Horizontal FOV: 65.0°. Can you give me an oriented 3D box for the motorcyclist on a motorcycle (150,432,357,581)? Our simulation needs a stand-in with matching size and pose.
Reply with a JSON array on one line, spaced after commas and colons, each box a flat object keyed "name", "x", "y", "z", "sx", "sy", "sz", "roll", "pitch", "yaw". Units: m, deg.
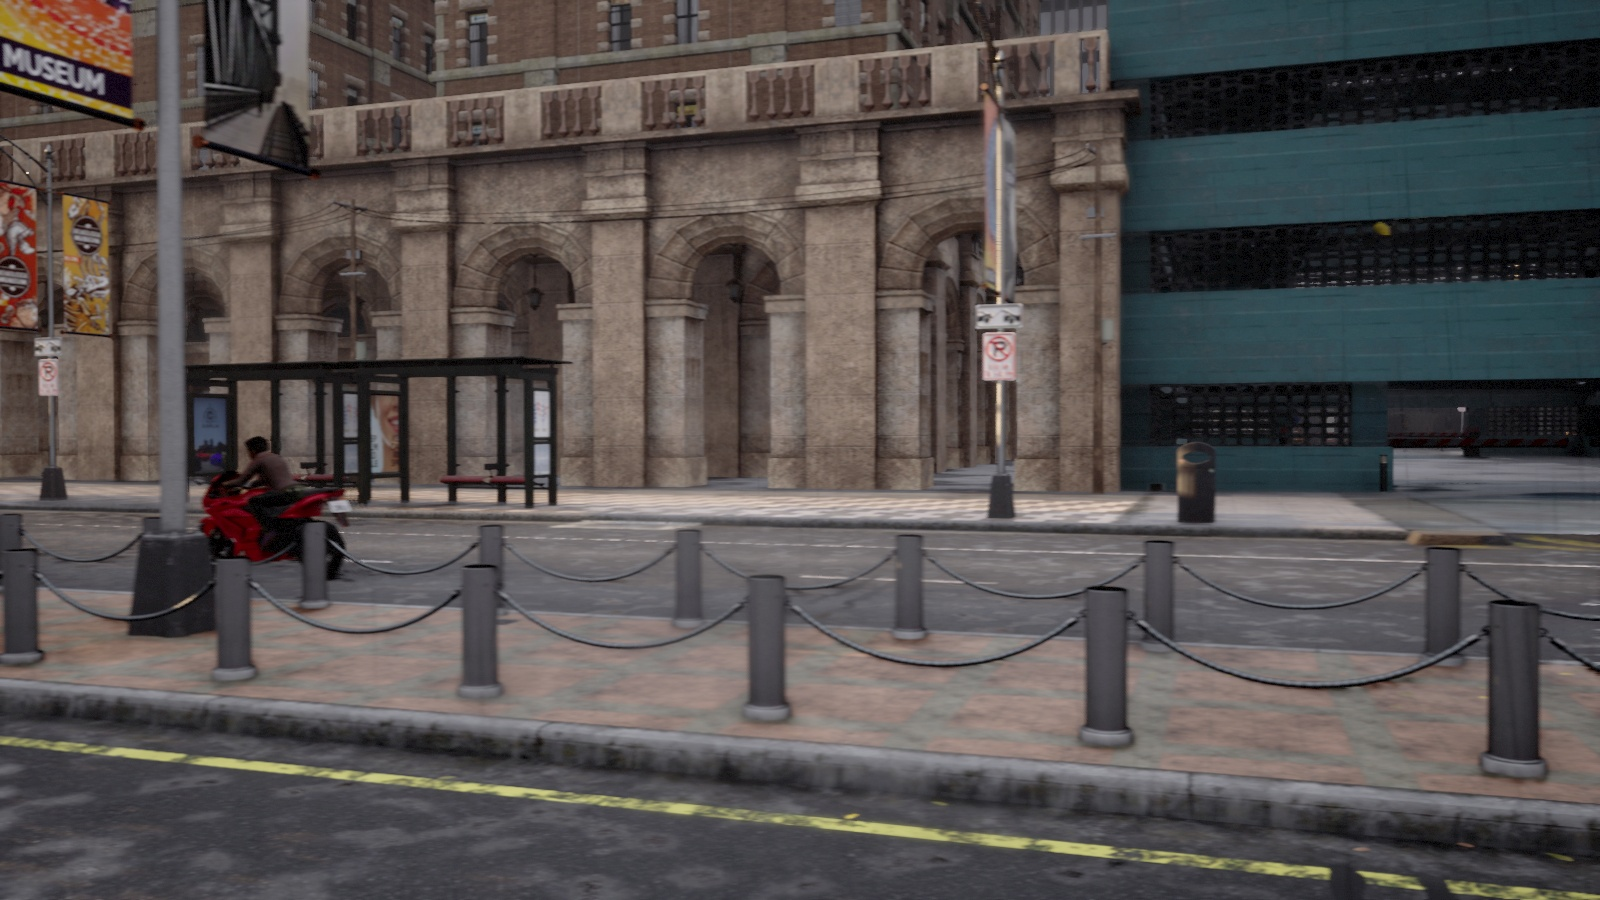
[{"name": "motorcyclist on a motorcycle", "x": -5.917, "y": 0.569, "z": 13.616, "sx": 2.044, "sy": 1.523, "sz": 0.797, "roll": 1, "pitch": 1, "yaw": 19}]
